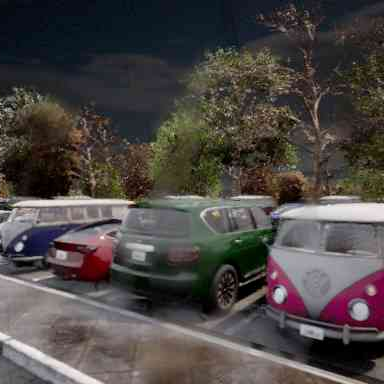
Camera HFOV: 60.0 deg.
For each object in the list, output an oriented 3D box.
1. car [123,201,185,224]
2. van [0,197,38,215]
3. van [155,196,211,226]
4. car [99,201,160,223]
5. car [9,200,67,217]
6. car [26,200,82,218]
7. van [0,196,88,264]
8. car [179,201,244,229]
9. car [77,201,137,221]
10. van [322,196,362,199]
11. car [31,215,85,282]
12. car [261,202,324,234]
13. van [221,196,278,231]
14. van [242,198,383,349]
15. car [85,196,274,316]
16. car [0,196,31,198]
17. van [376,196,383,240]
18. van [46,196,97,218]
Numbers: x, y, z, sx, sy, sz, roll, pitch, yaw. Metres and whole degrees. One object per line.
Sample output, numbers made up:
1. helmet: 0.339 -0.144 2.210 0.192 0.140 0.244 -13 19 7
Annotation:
1. car: -2.884 1.555 26.380 2.231 1.521 4.892 -1 0 36
2. van: -20.936 1.578 39.442 1.878 1.987 4.442 -1 -1 36
3. van: -0.561 1.300 24.870 1.878 1.987 4.442 -1 0 36
4. car: -5.137 1.581 27.992 2.097 1.535 5.008 -1 0 36
5. car: -16.506 1.720 35.902 1.946 1.575 5.366 -1 0 36
6. car: -14.151 1.695 34.437 2.231 1.521 4.892 -1 0 36
7. van: -3.932 1.245 10.913 1.878 1.987 4.442 -1 0 36
8. car: 1.519 1.494 23.011 1.946 1.575 5.366 -1 0 36
9. car: -7.492 1.611 29.676 2.097 1.535 5.008 -1 0 36
10. van: 8.194 1.204 18.321 1.878 1.987 4.442 0 0 36
11. car: -1.583 1.473 9.412 2.163 1.488 4.792 0 0 36
12. car: 6.134 1.441 19.944 2.097 1.535 5.008 -1 0 36
13. van: 3.808 1.244 21.457 1.878 1.987 4.442 -1 0 36
14. van: 2.829 1.221 6.077 1.878 1.987 4.442 0 0 36
15. car: 0.655 1.179 7.810 2.435 2.045 5.566 0 0 36
16. car: -18.636 1.506 37.687 2.435 2.045 5.566 -1 -1 36
17. van: 10.690 1.222 16.822 1.878 1.987 4.442 0 0 36
18. van: -11.828 1.440 32.927 1.878 1.987 4.442 -1 0 36
